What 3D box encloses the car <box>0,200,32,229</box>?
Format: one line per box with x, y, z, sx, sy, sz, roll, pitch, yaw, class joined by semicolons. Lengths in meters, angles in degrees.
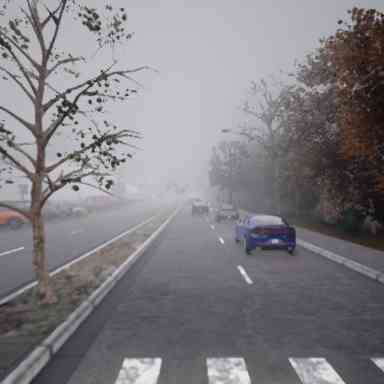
-13.845;1.644;22.896;4.553;1.767;2.185;-1;0;-20;car

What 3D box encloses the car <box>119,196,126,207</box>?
-13.826;1.637;52.747;5.566;2.045;2.435;-1;0;-20;car

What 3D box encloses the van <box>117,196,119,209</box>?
-13.745;1.665;49.794;4.442;1.987;1.878;-1;0;-20;van

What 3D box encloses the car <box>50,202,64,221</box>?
-13.862;1.869;28.854;4.674;1.452;2.002;-1;0;-20;car

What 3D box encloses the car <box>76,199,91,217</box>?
-13.691;1.864;34.895;5.366;1.575;1.946;-1;-1;-20;car

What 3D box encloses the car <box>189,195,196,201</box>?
0.019;1.683;90.295;1.882;1.535;5.008;0;0;0;car

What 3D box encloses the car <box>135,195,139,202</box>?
-13.810;1.896;67.682;4.792;1.488;2.163;-1;0;-20;car

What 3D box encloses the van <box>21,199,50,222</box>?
-13.765;1.577;25.924;4.442;1.987;1.878;-1;-1;-20;van

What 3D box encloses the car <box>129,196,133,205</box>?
-13.813;1.749;61.691;4.553;1.767;2.185;-1;0;-20;car

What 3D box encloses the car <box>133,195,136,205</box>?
-13.833;1.911;64.663;4.674;1.452;2.002;-1;0;-20;car

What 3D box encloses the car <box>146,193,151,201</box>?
-13.993;1.837;85.611;5.366;1.575;1.946;-1;0;-20;car

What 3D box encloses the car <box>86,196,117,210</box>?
-13.882;1.645;46.751;5.566;2.045;2.435;-1;0;-20;car

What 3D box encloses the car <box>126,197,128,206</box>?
-13.839;1.885;55.716;4.892;1.521;2.231;-1;0;-20;car

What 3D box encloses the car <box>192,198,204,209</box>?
0.912;1.870;54.714;1.882;1.535;5.008;0;0;0;car

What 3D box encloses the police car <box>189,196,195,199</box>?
0.910;1.825;48.822;1.930;1.638;5.238;0;0;0;police car

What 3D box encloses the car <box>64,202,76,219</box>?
-13.892;1.884;31.826;4.792;1.488;2.163;-1;0;-20;car

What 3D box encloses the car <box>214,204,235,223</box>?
3.012;1.832;29.300;2.128;1.511;4.902;0;0;0;car

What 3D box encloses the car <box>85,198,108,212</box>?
-13.851;1.934;43.780;4.674;1.452;2.002;-1;0;-20;car

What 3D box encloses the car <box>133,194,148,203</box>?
-13.800;1.879;79.687;4.792;1.488;2.163;-1;0;-20;car

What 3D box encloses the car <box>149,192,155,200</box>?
-13.793;1.565;91.702;5.566;2.045;2.435;-1;0;-20;car

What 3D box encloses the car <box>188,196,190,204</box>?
0.016;1.714;75.295;1.882;1.535;5.008;0;0;0;car

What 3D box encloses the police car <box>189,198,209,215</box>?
0.908;1.818;38.824;1.930;1.638;5.238;0;0;0;police car

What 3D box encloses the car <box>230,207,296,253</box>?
3.011;1.649;14.489;1.882;1.535;5.008;0;0;0;car

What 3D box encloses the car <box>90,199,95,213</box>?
-13.833;1.912;37.823;4.792;1.488;2.163;-1;-1;-20;car
